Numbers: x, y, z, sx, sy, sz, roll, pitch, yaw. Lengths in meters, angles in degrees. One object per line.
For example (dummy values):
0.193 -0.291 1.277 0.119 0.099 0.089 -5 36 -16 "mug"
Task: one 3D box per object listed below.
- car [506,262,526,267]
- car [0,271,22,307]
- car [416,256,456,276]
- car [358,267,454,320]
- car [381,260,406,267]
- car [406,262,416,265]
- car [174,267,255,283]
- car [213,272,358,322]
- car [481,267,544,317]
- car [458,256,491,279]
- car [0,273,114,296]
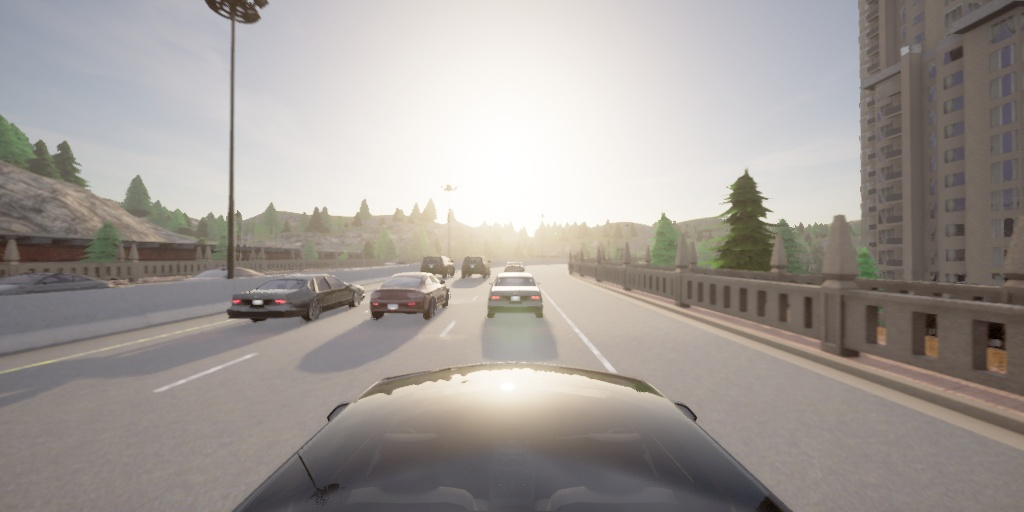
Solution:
0.344 1.257 33.756 2.128 1.511 4.902 0 0 3 "car"
-21.098 1.305 12.025 2.033 1.411 5.357 0 0 0 "car"
-6.727 0.991 33.081 2.150 2.045 5.566 0 0 2 "car"
-3.412 1.283 12.561 1.812 1.442 4.674 0 0 0 "car"
-17.796 1.354 54.836 2.033 1.411 5.357 0 0 14 "car"
-14.008 1.362 55.280 1.994 1.385 4.181 0 0 15 "car"
-14.086 1.287 17.491 1.812 1.442 4.674 0 0 0 "car"
-6.898 1.305 12.237 2.033 1.411 5.357 0 0 0 "car"
0.102 1.305 13.130 2.033 1.411 5.357 0 0 0 "car"
-3.222 0.989 33.097 2.150 2.045 5.566 0 0 3 "car"
-17.590 1.322 13.260 1.994 1.385 4.181 0 0 0 "car"
